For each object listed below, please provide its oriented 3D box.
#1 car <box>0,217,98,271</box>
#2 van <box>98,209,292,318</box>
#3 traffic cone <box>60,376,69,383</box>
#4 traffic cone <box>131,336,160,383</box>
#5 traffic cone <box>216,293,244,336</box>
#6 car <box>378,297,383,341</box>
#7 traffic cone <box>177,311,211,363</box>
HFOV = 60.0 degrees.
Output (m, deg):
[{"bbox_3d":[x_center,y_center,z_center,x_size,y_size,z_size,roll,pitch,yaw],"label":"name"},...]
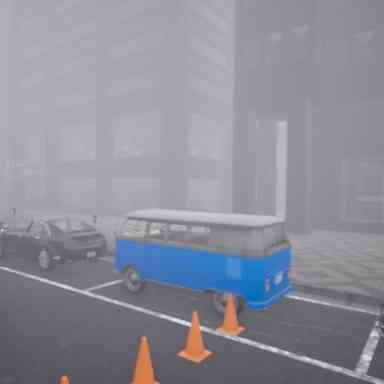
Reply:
[{"bbox_3d":[-4.526,1.444,10.349,4.403,1.369,2.008,1,1,36],"label":"car"},{"bbox_3d":[0.054,1.305,7.060,3.998,1.788,1.690,1,0,36],"label":"van"},{"bbox_3d":[-1.130,1.928,2.939,0.340,0.580,0.340,1,0,36],"label":"traffic cone"},{"bbox_3d":[-0.547,1.931,3.752,0.340,0.580,0.340,1,0,36],"label":"traffic cone"},{"bbox_3d":[0.620,1.935,5.376,0.340,0.580,0.340,1,0,36],"label":"traffic cone"},{"bbox_3d":[4.629,1.587,3.773,4.403,1.369,2.008,1,0,36],"label":"car"},{"bbox_3d":[0.036,1.933,4.564,0.340,0.580,0.340,1,0,36],"label":"traffic cone"}]
